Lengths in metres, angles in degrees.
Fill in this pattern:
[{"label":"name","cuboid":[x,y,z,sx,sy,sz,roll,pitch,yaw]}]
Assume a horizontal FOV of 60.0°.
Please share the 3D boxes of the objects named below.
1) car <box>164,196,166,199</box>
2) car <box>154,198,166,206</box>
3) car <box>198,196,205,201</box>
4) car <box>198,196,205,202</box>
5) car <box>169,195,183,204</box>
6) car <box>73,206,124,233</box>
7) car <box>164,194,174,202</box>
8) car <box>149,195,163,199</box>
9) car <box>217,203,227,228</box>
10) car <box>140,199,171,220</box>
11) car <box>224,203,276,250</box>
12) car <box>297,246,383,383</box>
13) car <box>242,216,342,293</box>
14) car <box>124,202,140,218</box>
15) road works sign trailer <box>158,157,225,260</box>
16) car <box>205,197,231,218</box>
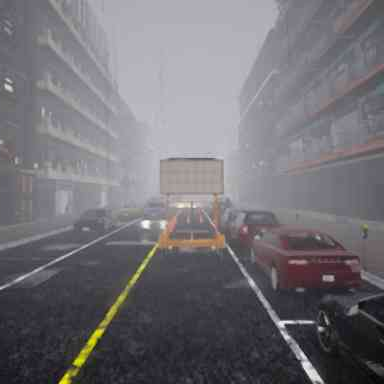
[{"label":"car","cuboid":[-5.694,1.473,53.885,2.192,1.841,5.009,0,0,0]},{"label":"car","cuboid":[-5.697,1.755,59.521,1.802,1.307,4.206,0,0,0]},{"label":"car","cuboid":[2.681,1.806,93.335,1.887,1.381,4.507,0,0,0]},{"label":"car","cuboid":[2.682,1.758,82.233,1.752,1.417,4.829,0,0,0]},{"label":"car","cuboid":[-3.009,1.409,70.555,2.150,2.045,5.566,0,0,0]},{"label":"car","cuboid":[-5.692,1.629,20.064,1.947,1.339,4.313,0,0,0]},{"label":"car","cuboid":[-5.697,1.548,82.067,2.192,1.841,5.009,0,0,0]},{"label":"car","cuboid":[-5.695,1.583,48.248,1.967,1.590,4.097,0,0,0]},{"label":"car","cuboid":[2.690,1.613,20.062,2.008,1.369,4.403,0,0,0]},{"label":"car","cuboid":[-3.102,1.615,29.351,1.812,1.442,4.674,0,0,0]},{"label":"car","cuboid":[2.690,1.485,14.427,1.967,1.590,4.097,0,0,0]},{"label":"car","cuboid":[2.691,1.576,3.154,1.947,1.339,4.313,0,0,0]},{"label":"car","cuboid":[2.691,1.573,8.790,1.887,1.381,4.507,0,0,0]},{"label":"car","cuboid":[-5.693,1.620,31.168,1.752,1.417,4.829,0,0,0]},{"label":"road works sign trailer","cuboid":[-0.002,0.504,12.562,2.380,3.560,2.880,0,0,0]},{"label":"car","cuboid":[2.689,1.410,31.336,2.192,1.841,5.009,0,0,0]}]
